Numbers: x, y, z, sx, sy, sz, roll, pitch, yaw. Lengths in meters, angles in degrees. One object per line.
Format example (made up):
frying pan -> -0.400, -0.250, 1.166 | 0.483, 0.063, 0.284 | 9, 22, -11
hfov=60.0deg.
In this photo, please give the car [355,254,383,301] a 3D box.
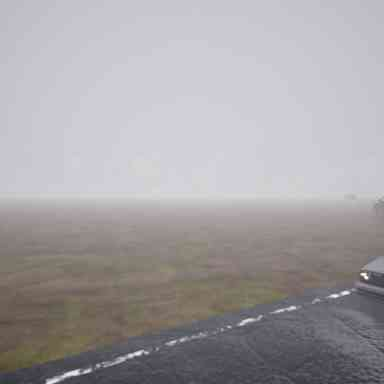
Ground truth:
car -> 5.832, 1.511, 7.224 | 5.357, 1.411, 2.033 | 0, 0, -33
